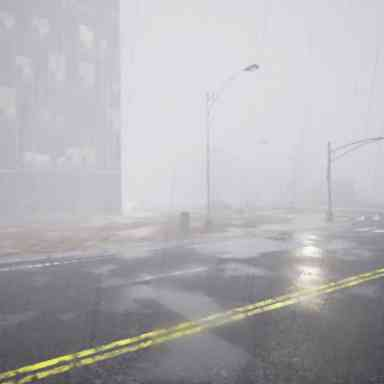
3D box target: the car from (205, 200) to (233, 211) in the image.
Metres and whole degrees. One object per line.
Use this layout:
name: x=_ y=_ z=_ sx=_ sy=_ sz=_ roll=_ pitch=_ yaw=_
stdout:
car: x=3.501 y=1.734 z=44.025 sx=1.994 sy=1.385 sz=4.181 roll=-1 pitch=0 yaw=-33

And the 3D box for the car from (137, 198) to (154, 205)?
car: x=-8.769 y=1.755 z=63.079 sx=1.994 sy=1.385 sz=4.181 roll=-1 pitch=0 yaw=-33
